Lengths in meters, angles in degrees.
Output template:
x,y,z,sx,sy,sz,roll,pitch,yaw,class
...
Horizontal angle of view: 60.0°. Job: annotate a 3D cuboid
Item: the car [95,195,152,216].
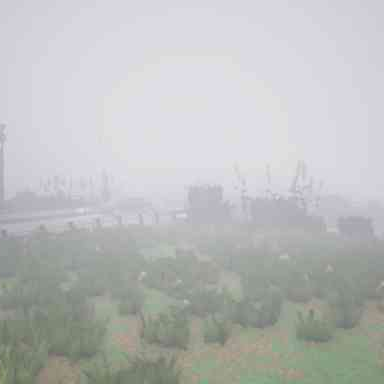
x,y,z,sx,sy,sz,roll,pitch,yaw,class
-5.439,1.083,26.825,1.837,1.490,4.892,0,3,41,car
